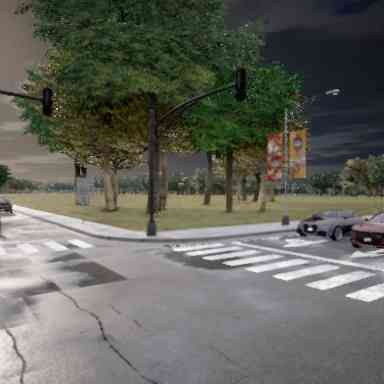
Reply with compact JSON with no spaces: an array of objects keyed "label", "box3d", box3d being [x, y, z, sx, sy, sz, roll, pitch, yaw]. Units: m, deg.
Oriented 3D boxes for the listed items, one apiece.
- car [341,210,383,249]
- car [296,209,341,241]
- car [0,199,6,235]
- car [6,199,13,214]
[{"label":"car","box3d":[8.521,1.491,13.753,5.008,1.535,1.882,0,0,-36]},{"label":"car","box3d":[7.211,1.578,16.810,4.181,1.385,1.994,0,0,-35]},{"label":"car","box3d":[-11.473,1.330,17.647,2.097,1.767,4.553,0,0,-35]},{"label":"car","box3d":[-19.871,1.467,34.533,1.837,1.490,4.892,0,0,-35]}]
